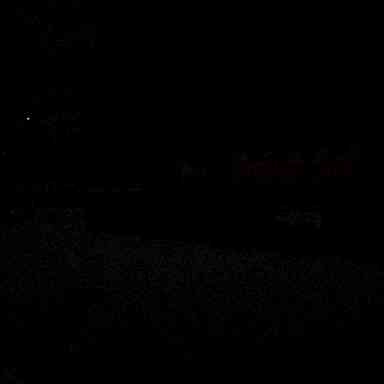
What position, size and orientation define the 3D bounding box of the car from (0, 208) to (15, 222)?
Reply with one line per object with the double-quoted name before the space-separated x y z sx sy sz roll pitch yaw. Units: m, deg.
"car" -15.726 1.556 23.862 2.033 1.411 5.357 -1 0 36
